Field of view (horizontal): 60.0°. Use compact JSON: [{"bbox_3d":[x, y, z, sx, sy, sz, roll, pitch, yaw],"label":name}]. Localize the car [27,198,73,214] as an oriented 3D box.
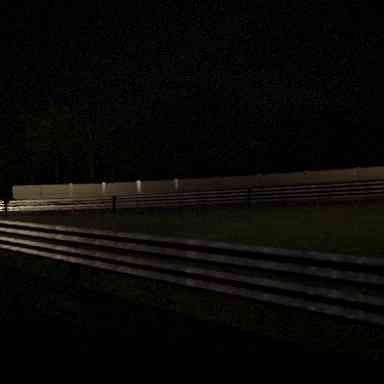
[{"bbox_3d":[-14.402,1.407,33.791,4.892,1.490,1.837,-2,-1,16],"label":"car"}]
